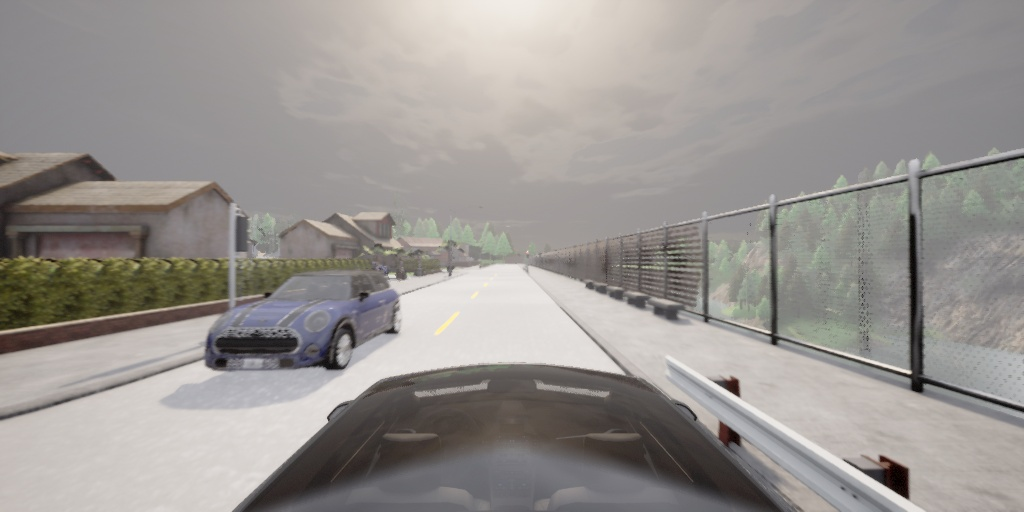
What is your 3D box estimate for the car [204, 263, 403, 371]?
[{"bbox_3d":[-4.001,1.104,7.793,2.097,1.767,4.553,0,-1,0],"label":"car"}]
